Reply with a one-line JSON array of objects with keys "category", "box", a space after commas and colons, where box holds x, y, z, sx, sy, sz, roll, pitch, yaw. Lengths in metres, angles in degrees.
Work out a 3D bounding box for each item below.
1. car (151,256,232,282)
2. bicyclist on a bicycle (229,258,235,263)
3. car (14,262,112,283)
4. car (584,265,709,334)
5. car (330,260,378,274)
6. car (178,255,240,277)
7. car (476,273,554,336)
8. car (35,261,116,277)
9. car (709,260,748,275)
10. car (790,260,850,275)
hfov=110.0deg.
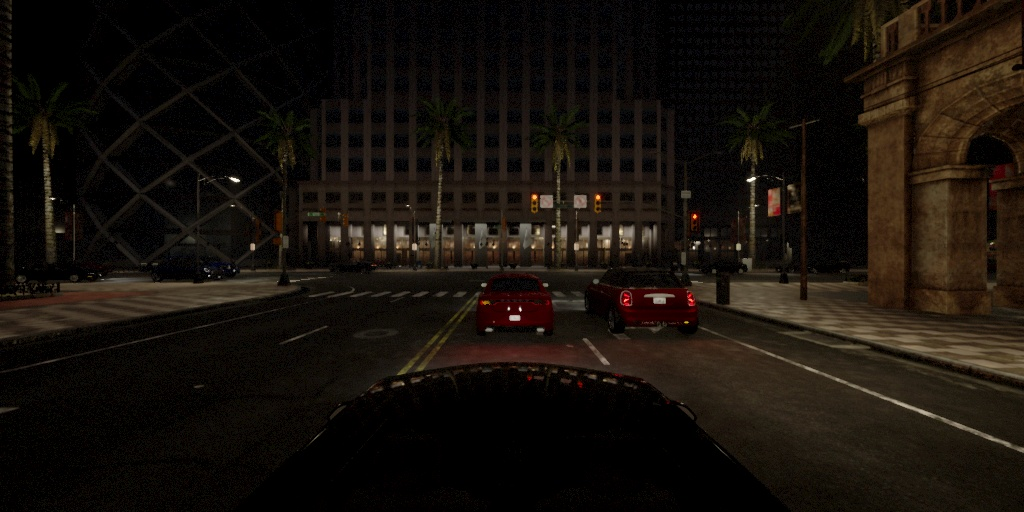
[{"category": "car", "box": [-25.615, 1.097, 28.512, 4.553, 1.767, 2.097, 0, 0, -4]}, {"category": "bicyclist on a bicycle", "box": [-35.748, 1.042, 45.712, 0.582, 1.620, 1.656, 0, 0, -12]}, {"category": "car", "box": [-34.421, 1.250, 27.186, 4.892, 1.490, 1.837, 0, 0, -19]}, {"category": "car", "box": [3.582, 1.100, 10.796, 2.097, 1.767, 4.553, 0, 0, 0]}, {"category": "car", "box": [-17.387, 1.234, 39.502, 4.902, 1.511, 2.128, 0, 0, 0]}, {"category": "car", "box": [-27.669, 0.965, 32.007, 5.566, 2.045, 2.150, 0, 0, -3]}, {"category": "car", "box": [0.080, 1.226, 10.455, 1.882, 1.535, 5.008, 0, 0, 0]}, {"category": "car", "box": [-42.746, 1.269, 35.273, 4.674, 1.442, 1.812, 0, 0, -25]}, {"category": "car", "box": [23.171, 1.247, 39.380, 4.892, 1.490, 1.837, 0, 0, 0]}, {"category": "car", "box": [34.003, 1.220, 39.344, 5.008, 1.535, 1.882, 0, 0, 0]}]
